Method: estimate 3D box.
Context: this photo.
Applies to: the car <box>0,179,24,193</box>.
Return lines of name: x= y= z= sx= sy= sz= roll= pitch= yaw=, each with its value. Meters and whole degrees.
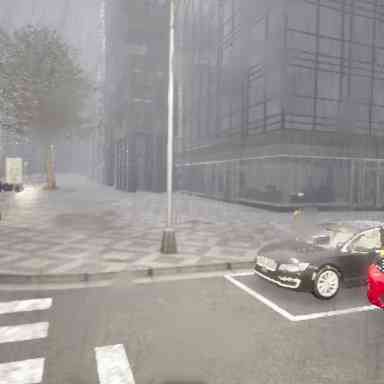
car: x=-20.278 y=-0.749 z=37.516 sx=1.882 sy=1.535 sz=5.008 roll=0 pitch=3 yaw=-20

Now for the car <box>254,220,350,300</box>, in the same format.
car: x=3.508 y=1.325 z=7.383 sx=4.403 sy=1.369 sz=2.008 roll=1 pitch=2 yaw=-20

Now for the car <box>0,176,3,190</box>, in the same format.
car: x=-24.637 y=-1.109 z=40.393 sx=2.097 sy=1.767 sz=4.553 roll=0 pitch=3 yaw=-20

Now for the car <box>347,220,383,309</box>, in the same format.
car: x=5.537 y=1.127 z=5.271 sx=5.566 sy=2.045 sz=2.150 roll=1 pitch=2 yaw=-20
